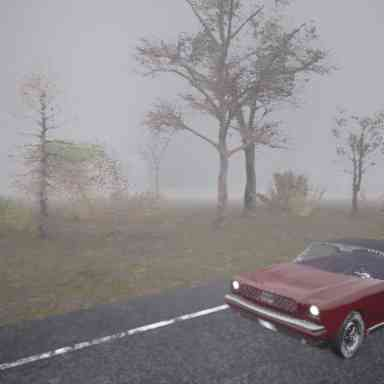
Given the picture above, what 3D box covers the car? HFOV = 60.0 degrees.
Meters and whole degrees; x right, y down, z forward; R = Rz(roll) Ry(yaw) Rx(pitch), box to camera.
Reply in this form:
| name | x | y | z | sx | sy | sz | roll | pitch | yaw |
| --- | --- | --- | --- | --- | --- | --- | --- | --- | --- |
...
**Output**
| name | x | y | z | sx | sy | sz | roll | pitch | yaw |
| --- | --- | --- | --- | --- | --- | --- | --- | --- | --- |
| car | 2.871 | 1.581 | 6.047 | 4.718 | 1.301 | 1.895 | 0 | 0 | -36 |
